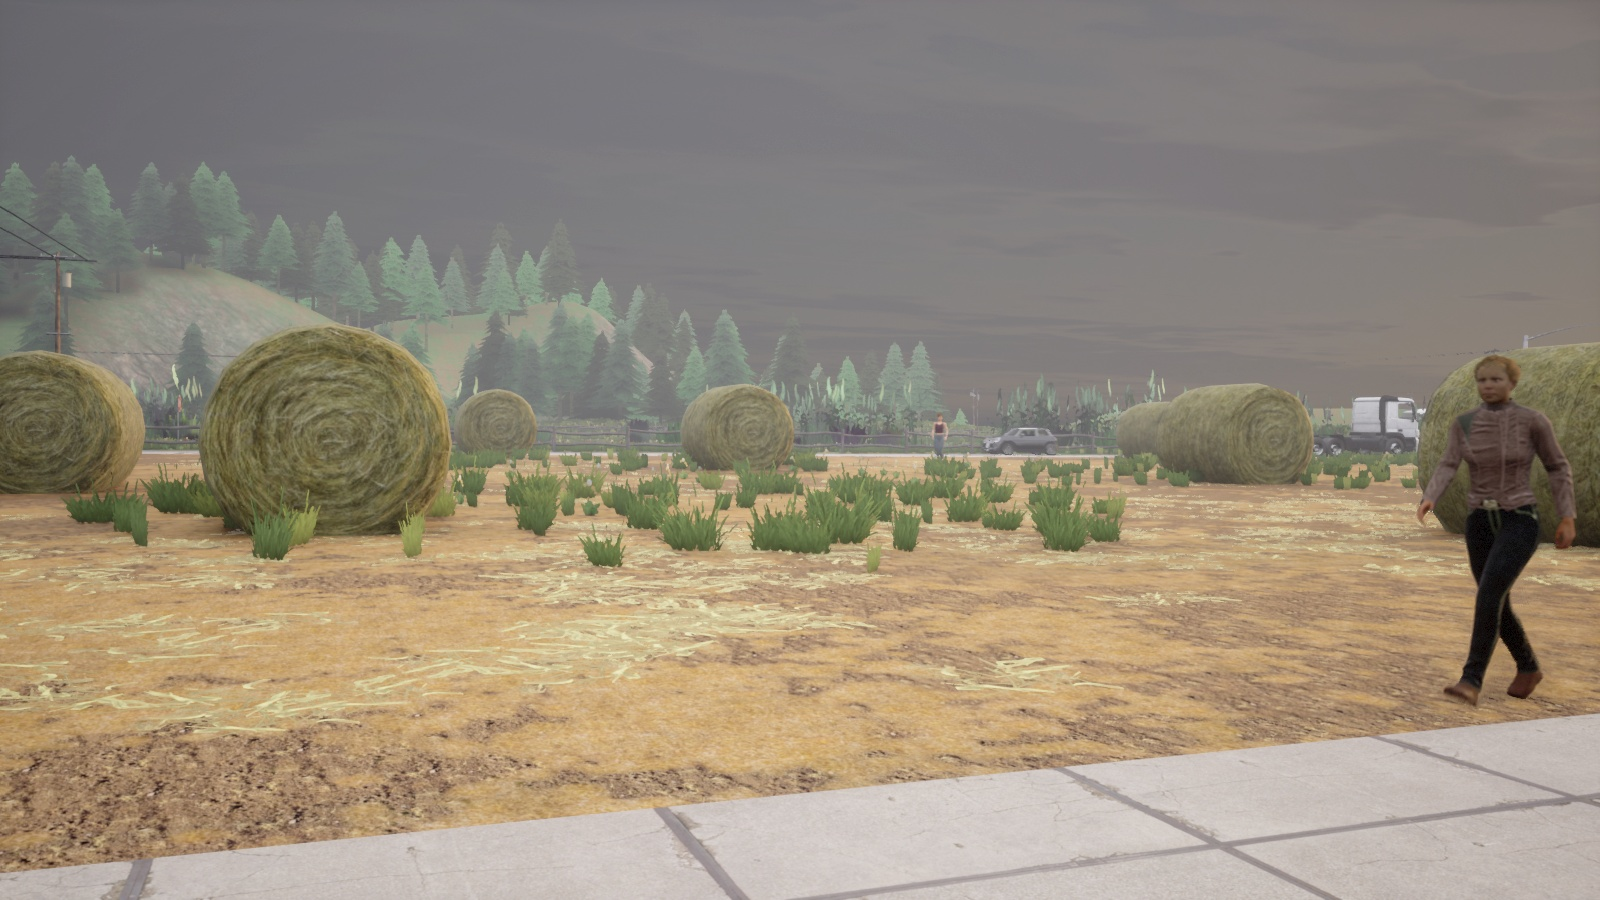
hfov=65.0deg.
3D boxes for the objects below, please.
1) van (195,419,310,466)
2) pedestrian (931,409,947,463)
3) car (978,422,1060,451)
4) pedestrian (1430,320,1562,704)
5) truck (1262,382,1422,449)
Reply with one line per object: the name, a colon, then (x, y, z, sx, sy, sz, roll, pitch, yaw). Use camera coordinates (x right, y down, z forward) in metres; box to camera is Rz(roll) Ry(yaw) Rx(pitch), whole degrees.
van: (-24.081, -0.362, 55.379, 4.442, 1.987, 1.775, -1, 1, -17)
pedestrian: (4.755, -0.487, 42.952, 0.345, 1.836, 0.594, 0, 1, 24)
car: (11.547, -0.730, 66.255, 3.806, 1.475, 1.970, -1, 1, -17)
pedestrian: (3.511, 0.292, 6.335, 0.634, 1.846, 0.331, -1, 1, -34)
truck: (29.337, -1.890, 68.009, 7.936, 3.462, 2.891, -1, 1, -17)
